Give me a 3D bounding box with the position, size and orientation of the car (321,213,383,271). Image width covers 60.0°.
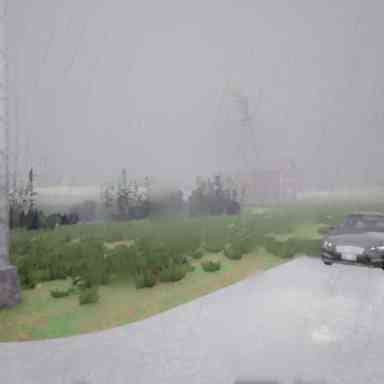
[{"bbox_3d":[5.769,1.471,10.824,2.128,1.511,4.902,-1,0,40],"label":"car"}]
